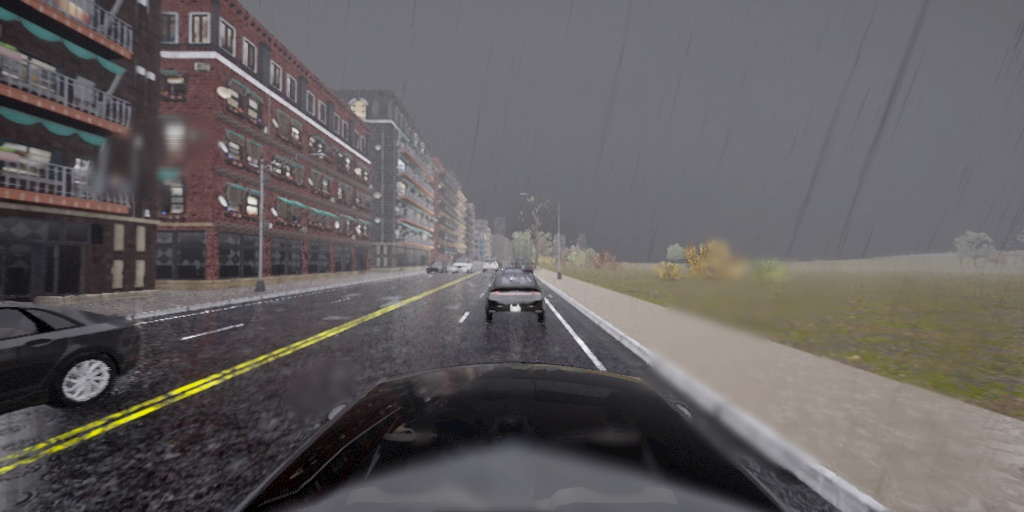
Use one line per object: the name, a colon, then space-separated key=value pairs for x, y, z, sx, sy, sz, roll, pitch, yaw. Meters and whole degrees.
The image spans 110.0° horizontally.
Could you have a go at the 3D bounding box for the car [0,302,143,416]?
car: x=-6.601 y=1.269 z=3.428 sx=1.837 sy=1.490 sz=4.892 roll=0 pitch=0 yaw=0

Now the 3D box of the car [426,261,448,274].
car: x=-9.835 y=1.457 z=47.233 sx=2.097 sy=1.767 sz=4.553 roll=0 pitch=0 yaw=0

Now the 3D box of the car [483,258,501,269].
car: x=-3.251 y=1.387 z=55.065 sx=2.150 sy=2.045 sz=5.566 roll=0 pitch=0 yaw=0

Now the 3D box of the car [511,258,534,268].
car: x=1.138 y=1.262 z=38.291 sx=2.150 sy=2.045 sz=5.566 roll=0 pitch=0 yaw=0

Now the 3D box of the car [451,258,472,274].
car: x=-6.586 y=1.331 z=47.579 sx=2.150 sy=2.045 sz=5.566 roll=0 pitch=-1 yaw=0

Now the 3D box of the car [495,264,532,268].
car: x=0.101 y=1.481 z=24.989 sx=2.033 sy=1.411 sz=5.357 roll=0 pitch=0 yaw=0

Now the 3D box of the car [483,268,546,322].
car: x=0.099 y=1.326 z=12.634 sx=2.128 sy=1.511 sz=4.902 roll=0 pitch=-1 yaw=0
